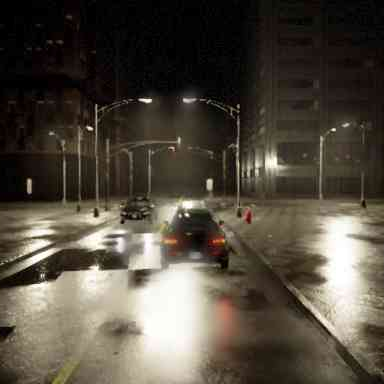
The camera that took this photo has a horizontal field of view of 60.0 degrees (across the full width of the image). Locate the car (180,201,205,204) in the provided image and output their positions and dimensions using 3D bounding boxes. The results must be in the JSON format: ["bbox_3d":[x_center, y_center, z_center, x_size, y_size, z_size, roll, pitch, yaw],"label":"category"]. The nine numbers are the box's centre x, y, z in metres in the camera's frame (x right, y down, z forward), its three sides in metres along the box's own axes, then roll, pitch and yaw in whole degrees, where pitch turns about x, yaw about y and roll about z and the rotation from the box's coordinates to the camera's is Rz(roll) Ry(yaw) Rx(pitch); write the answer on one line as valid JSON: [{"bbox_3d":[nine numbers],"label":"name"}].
[{"bbox_3d":[0.028,1.183,20.563,1.895,1.301,4.718,0,1,0],"label":"car"}]

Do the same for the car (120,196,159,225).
[{"bbox_3d":[-3.075,1.008,20.184,1.837,1.490,4.892,0,1,0],"label":"car"}]

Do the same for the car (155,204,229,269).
[{"bbox_3d":[0.061,1.317,10.277,1.812,1.442,4.674,0,1,0],"label":"car"}]
